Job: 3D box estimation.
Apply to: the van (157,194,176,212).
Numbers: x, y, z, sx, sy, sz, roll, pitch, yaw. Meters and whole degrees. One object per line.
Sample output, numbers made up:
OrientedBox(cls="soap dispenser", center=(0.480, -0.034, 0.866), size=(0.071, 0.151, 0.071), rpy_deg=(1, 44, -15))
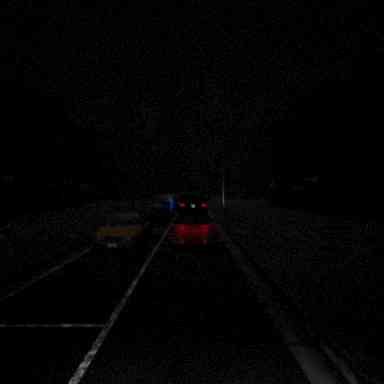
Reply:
OrientedBox(cls="van", center=(-2.652, 1.140, 35.443), size=(1.690, 1.788, 3.998), rpy_deg=(0, 0, 0))

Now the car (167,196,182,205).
OrientedBox(cls="car", center=(-2.657, 1.269, 51.836), size=(2.008, 1.369, 4.403), rpy_deg=(0, 0, 0))

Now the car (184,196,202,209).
OrientedBox(cls="car", center=(0.084, 1.257, 42.017), size=(2.128, 1.511, 4.902), rpy_deg=(0, 0, 0))

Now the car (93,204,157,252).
OrientedBox(cls="car", center=(-2.644, 1.438, 13.419), size=(1.752, 1.417, 4.829), rpy_deg=(0, 0, 0))

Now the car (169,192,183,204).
OrientedBox(cls="car", center=(-2.659, 1.010, 57.299), size=(2.192, 1.841, 5.009), rpy_deg=(0, 0, 0))

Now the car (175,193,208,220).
OrientedBox(cls="car", center=(0.088, 1.068, 26.107), size=(2.150, 2.045, 5.566), rpy_deg=(0, 1, 0))

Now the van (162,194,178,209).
OrientedBox(cls="van", center=(-2.654, 1.113, 40.907), size=(1.690, 1.788, 3.998), rpy_deg=(0, 0, 0))

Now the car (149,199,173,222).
OrientedBox(cls="car", center=(-2.648, 1.435, 24.515), size=(1.802, 1.307, 4.206), rpy_deg=(0, 0, 0))

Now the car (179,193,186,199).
OrientedBox(cls="car", center=(-2.674, 1.049, 95.448), size=(1.967, 1.590, 4.097), rpy_deg=(0, 0, 0))

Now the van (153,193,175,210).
OrientedBox(cls="van", center=(-2.650, 1.167, 29.978), size=(1.690, 1.788, 3.998), rpy_deg=(0, 0, 0))
